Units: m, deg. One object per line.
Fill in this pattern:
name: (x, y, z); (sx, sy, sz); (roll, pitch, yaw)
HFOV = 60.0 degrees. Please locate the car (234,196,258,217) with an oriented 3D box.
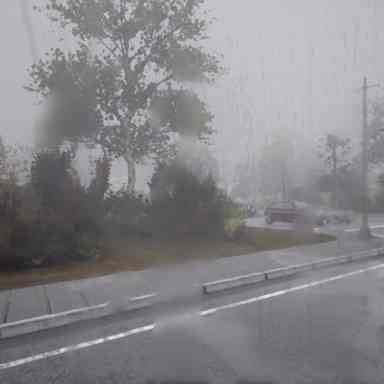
car: (3.907, 1.423, 33.349); (2.150, 2.045, 5.566); (0, -1, -41)

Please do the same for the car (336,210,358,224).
car: (10.146, 1.668, 25.817); (1.895, 1.301, 4.718); (0, -1, -39)

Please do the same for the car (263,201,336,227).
car: (7.353, 1.420, 23.614); (2.097, 1.767, 4.553); (0, -1, -38)
